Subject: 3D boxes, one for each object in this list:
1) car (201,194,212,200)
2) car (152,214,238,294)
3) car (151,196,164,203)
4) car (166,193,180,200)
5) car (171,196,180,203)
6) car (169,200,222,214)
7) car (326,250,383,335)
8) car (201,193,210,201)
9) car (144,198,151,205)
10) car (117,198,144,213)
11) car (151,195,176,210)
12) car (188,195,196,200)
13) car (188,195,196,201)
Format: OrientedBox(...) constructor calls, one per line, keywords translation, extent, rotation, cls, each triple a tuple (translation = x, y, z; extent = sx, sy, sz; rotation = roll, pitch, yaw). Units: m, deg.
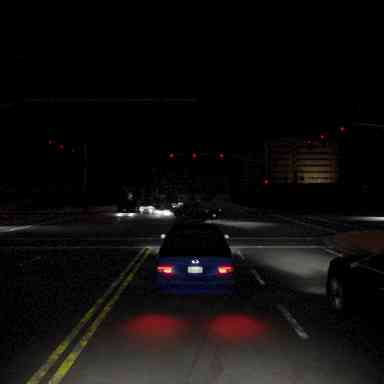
OrientedBox(translation=(3.437, 1.344, 74.719), extent=(2.097, 1.767, 4.553), rotation=(0, 0, 0), cls="car")
OrientedBox(translation=(0.075, 1.547, 8.926), extent=(2.033, 1.411, 5.357), rotation=(0, 0, 0), cls="car")
OrientedBox(translation=(-7.067, 1.547, 67.944), extent=(2.033, 1.411, 5.357), rotation=(0, 0, 1), cls="car")
OrientedBox(translation=(-3.632, 1.223, 57.448), extent=(2.150, 2.045, 5.566), rotation=(0, 0, 0), cls="car")
OrientedBox(translation=(-3.561, 1.595, 72.810), extent=(1.895, 1.301, 4.718), rotation=(0, 0, 0), cls="car")
OrientedBox(translation=(0.378, 1.601, 28.541), extent=(1.895, 1.301, 4.718), rotation=(0, 0, -40), cls="car")
OrientedBox(translation=(3.559, 1.491, 4.683), extent=(2.128, 1.511, 4.902), rotation=(0, 0, 0), cls="car")
OrientedBox(translation=(3.428, 1.227, 84.675), extent=(2.097, 1.767, 4.553), rotation=(0, 0, 0), cls="car")
OrientedBox(translation=(-7.136, 1.601, 53.517), extent=(1.895, 1.301, 4.718), rotation=(0, 0, 0), cls="car")
OrientedBox(translation=(-7.132, 1.547, 37.801), extent=(2.033, 1.411, 5.357), rotation=(0, 0, 0), cls="car")
OrientedBox(translation=(-3.635, 1.492, 42.706), extent=(2.128, 1.511, 4.902), rotation=(0, 0, 0), cls="car")
OrientedBox(translation=(-0.063, 1.531, 74.426), extent=(2.033, 1.411, 5.357), rotation=(0, 0, 0), cls="car")
OrientedBox(translation=(-0.072, 1.425, 84.700), extent=(1.994, 1.385, 4.181), rotation=(0, 0, 0), cls="car")
